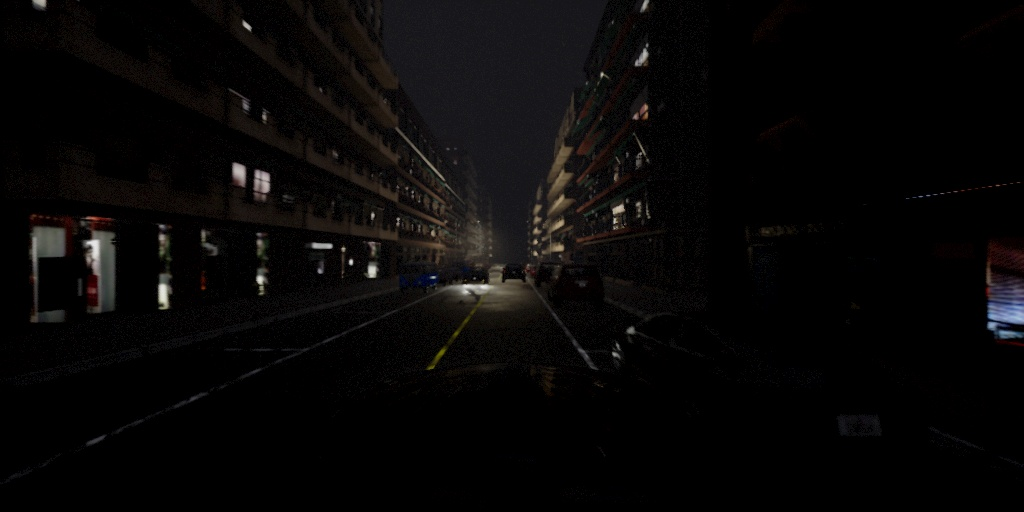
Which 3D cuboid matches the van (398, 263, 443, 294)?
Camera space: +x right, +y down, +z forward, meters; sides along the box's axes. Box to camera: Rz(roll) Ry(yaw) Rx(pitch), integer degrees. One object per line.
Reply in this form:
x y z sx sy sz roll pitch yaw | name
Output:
-5.610 1.284 21.876 1.690 1.789 3.998 0 0 0 | van

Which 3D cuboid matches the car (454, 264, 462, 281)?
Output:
-5.578 1.647 33.202 1.802 1.307 4.207 0 0 0 | car

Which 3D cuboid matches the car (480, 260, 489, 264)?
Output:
-5.522 1.925 61.521 2.007 1.370 4.403 0 0 0 | car

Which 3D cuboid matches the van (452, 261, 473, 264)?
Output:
-5.573 1.467 38.867 1.690 1.789 3.998 0 0 0 | van

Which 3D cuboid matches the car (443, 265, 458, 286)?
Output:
-5.593 1.586 27.539 1.802 1.307 4.207 0 0 0 | car

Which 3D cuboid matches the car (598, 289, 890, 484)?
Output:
2.686 1.359 4.829 1.948 1.339 4.313 0 0 0 | car

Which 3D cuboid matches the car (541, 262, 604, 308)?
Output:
2.720 1.228 16.155 2.192 1.841 5.009 0 0 0 | car

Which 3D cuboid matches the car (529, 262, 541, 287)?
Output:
2.755 1.350 27.483 2.192 1.841 5.009 0 0 0 | car

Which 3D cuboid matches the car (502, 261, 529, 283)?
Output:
0.167 1.434 32.834 2.097 1.767 4.553 0 -1 0 | car

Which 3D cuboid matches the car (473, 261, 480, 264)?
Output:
-5.584 1.503 44.530 2.192 1.841 5.009 0 0 0 | car

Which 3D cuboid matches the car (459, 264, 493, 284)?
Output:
-2.925 1.606 30.121 1.994 1.385 4.181 0 -1 1 | car
